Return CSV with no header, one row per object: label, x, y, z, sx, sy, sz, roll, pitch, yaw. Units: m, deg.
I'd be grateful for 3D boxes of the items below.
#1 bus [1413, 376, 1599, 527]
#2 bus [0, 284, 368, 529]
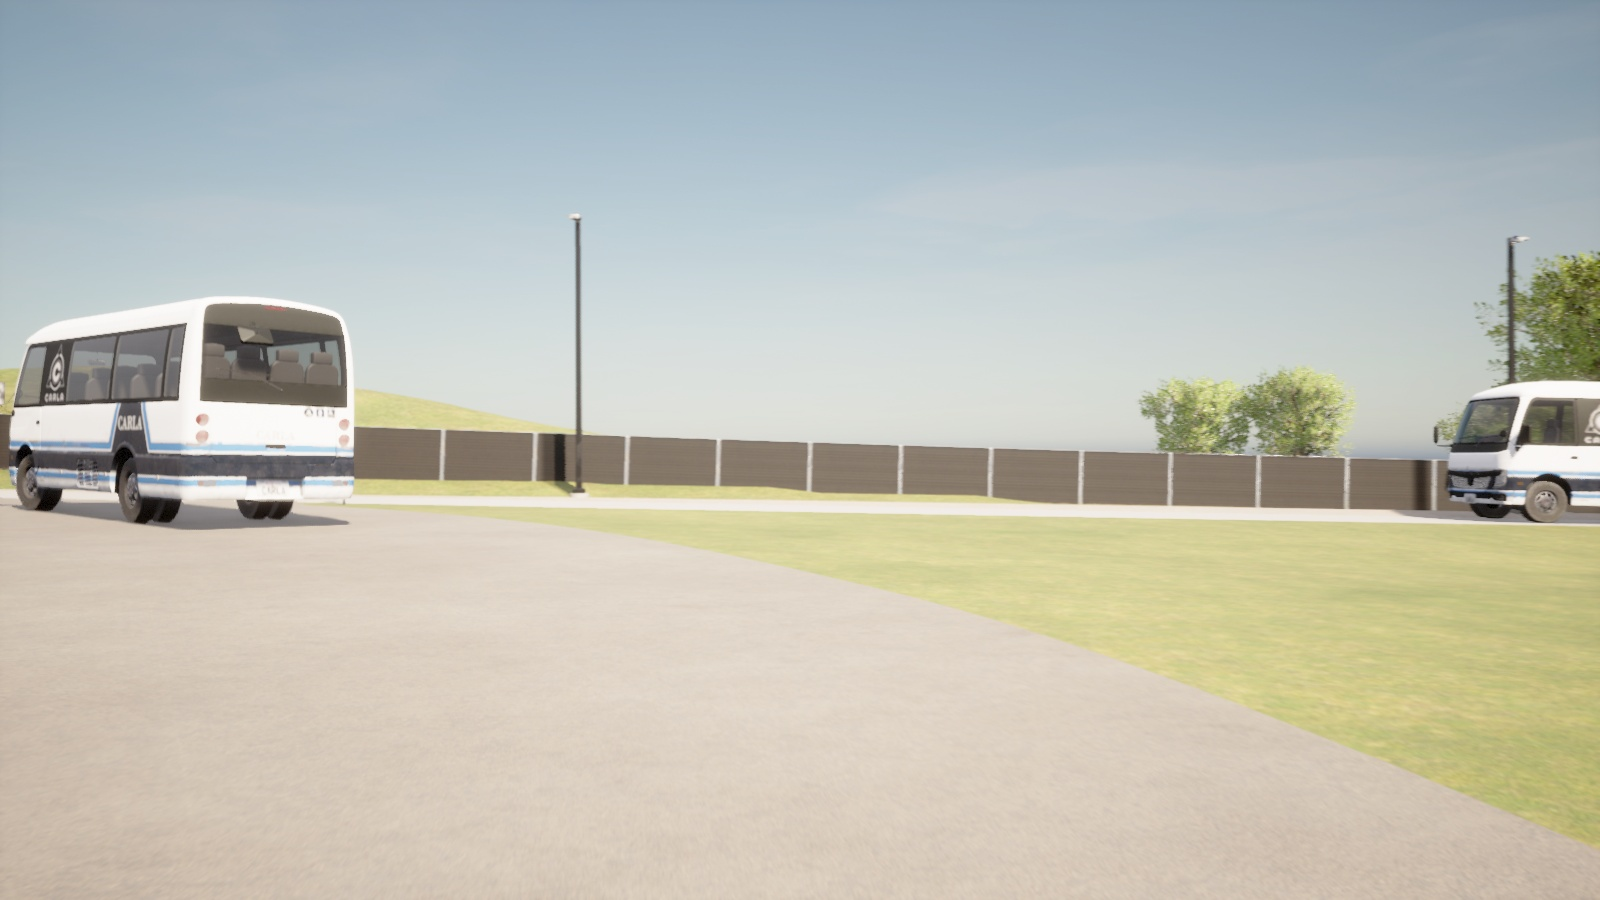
bus,24.640,0.135,37.891,10.273,4.253,3.944,1,0,-1
bus,-13.706,-0.777,26.722,10.273,4.253,3.944,1,-1,42
